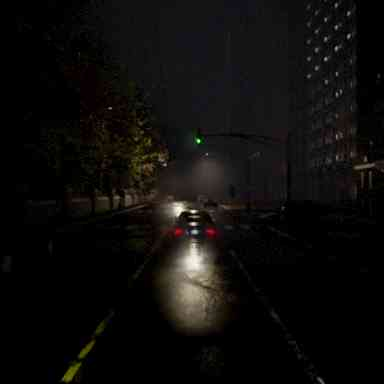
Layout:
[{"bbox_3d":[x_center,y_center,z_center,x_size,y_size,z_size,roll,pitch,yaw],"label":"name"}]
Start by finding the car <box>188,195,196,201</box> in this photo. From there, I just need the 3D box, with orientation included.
[{"bbox_3d":[-0.017,1.443,85.659,2.033,1.411,5.357,0,0,0],"label":"car"}]

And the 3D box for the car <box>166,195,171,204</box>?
[{"bbox_3d":[-5.701,1.448,65.269,1.967,1.590,4.097,0,0,0],"label":"car"}]

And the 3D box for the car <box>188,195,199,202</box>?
[{"bbox_3d":[-0.015,1.486,75.242,1.882,1.535,5.008,0,0,0],"label":"car"}]

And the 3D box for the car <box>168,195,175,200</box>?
[{"bbox_3d":[-5.708,1.583,93.430,1.887,1.381,4.507,0,0,0],"label":"car"}]

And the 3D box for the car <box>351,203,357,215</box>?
[{"bbox_3d":[14.668,1.268,25.784,4.313,1.339,1.947,-1,1,0],"label":"car"}]

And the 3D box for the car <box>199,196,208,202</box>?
[{"bbox_3d":[2.677,1.563,76.536,1.887,1.381,4.507,0,0,0],"label":"car"}]

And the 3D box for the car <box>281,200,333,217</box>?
[{"bbox_3d":[9.691,1.365,28.220,4.181,1.385,1.994,-1,0,-5],"label":"car"}]

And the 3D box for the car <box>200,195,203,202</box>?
[{"bbox_3d":[2.681,1.567,54.006,1.947,1.339,4.313,0,0,0],"label":"car"}]

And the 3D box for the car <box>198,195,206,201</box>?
[{"bbox_3d":[2.675,1.472,87.800,1.967,1.590,4.097,0,0,0],"label":"car"}]

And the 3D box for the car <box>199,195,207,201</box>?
[{"bbox_3d":[2.676,1.465,82.168,1.967,1.590,4.097,0,0,0],"label":"car"}]

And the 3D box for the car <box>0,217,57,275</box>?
[{"bbox_3d":[-5.820,1.540,10.453,1.887,1.381,4.507,0,0,0],"label":"car"}]

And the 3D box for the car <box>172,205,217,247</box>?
[{"bbox_3d":[0.097,1.542,14.868,2.033,1.411,5.357,0,0,0],"label":"car"}]

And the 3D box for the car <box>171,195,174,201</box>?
[{"bbox_3d":[-5.703,1.543,76.365,1.752,1.417,4.829,0,0,0],"label":"car"}]

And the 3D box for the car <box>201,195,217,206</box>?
[{"bbox_3d":[2.682,1.565,48.373,1.947,1.339,4.313,0,0,0],"label":"car"}]

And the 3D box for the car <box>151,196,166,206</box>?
[{"bbox_3d":[-5.700,1.583,54.004,1.802,1.307,4.206,0,0,0],"label":"car"}]
